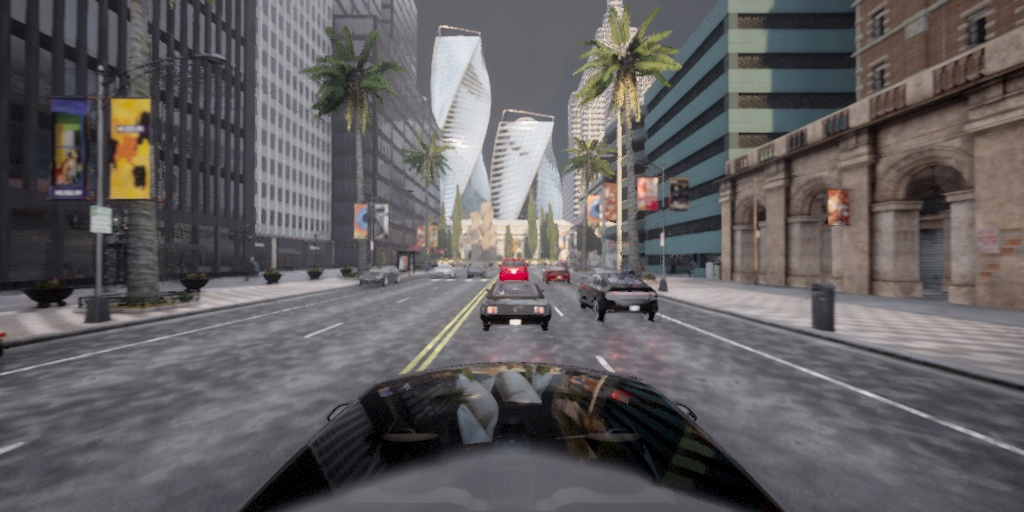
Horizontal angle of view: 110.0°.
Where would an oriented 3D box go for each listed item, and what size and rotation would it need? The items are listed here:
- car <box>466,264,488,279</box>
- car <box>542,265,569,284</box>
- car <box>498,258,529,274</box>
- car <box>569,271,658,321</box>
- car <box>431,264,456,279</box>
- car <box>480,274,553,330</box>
[{"bbox_3d":[-3.544,1.569,37.030,1.837,1.490,4.892,0,-1,0],"label":"car"},{"bbox_3d":[3.631,1.485,29.883,1.882,1.535,5.008,0,-1,0],"label":"car"},{"bbox_3d":[0.127,1.203,27.341,2.150,2.045,5.566,0,0,0],"label":"car"},{"bbox_3d":[3.605,1.347,12.960,2.128,1.511,4.902,0,-1,0],"label":"car"},{"bbox_3d":[-7.041,1.590,37.529,1.812,1.442,4.674,0,-1,0],"label":"car"},{"bbox_3d":[0.102,1.438,11.436,1.895,1.301,4.718,0,-1,0],"label":"car"}]
